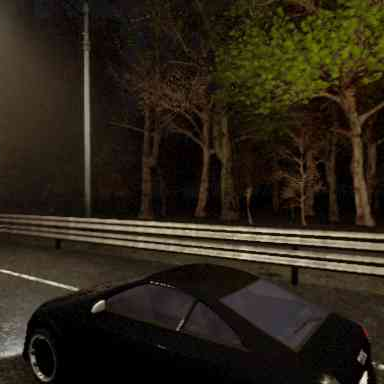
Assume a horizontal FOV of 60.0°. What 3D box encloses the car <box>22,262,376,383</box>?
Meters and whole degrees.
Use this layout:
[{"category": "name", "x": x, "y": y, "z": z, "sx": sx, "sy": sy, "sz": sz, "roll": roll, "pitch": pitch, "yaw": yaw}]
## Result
[{"category": "car", "x": -0.181, "y": 1.595, "z": 3.998, "sx": 4.181, "sy": 1.385, "sz": 1.994, "roll": -1, "pitch": -1, "yaw": 35}]
